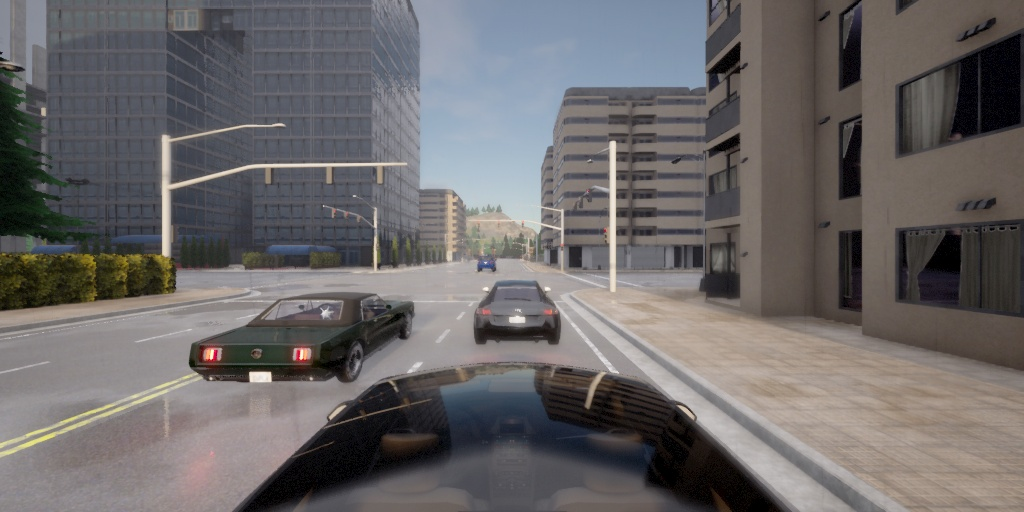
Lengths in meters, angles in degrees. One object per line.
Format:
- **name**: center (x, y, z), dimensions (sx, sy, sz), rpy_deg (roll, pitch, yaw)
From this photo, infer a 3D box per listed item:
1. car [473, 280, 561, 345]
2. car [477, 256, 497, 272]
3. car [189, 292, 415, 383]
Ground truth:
- **car**: center (0.130, 1.314, 9.545), dimensions (1.994, 1.385, 4.181), rpy_deg (0, 0, 1)
- **car**: center (-3.211, 0.971, 46.290), dimensions (2.150, 2.045, 5.566), rpy_deg (0, 0, 0)
- **car**: center (-3.381, 1.351, 7.067), dimensions (1.895, 1.301, 4.718), rpy_deg (0, 0, 0)
